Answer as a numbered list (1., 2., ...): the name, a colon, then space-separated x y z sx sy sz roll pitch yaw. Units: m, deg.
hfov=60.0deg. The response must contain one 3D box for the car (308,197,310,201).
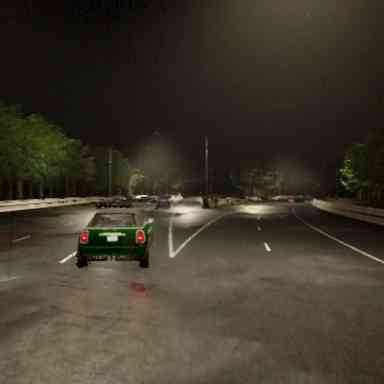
1. car: 28.988 1.716 85.327 1.994 1.385 4.181 0 0 26

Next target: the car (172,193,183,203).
1. car: -3.185 1.269 70.215 2.150 2.045 5.566 0 0 3

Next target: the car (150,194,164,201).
1. car: -6.720 1.580 67.076 1.994 1.385 4.181 0 0 3

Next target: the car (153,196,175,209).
1. car: -3.803 1.574 44.700 2.033 1.411 5.357 0 0 0

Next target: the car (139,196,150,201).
1. car: -10.089 1.547 71.856 1.994 1.385 4.181 0 0 4

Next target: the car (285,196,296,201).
1. car: 25.503 1.708 86.155 1.895 1.301 4.718 0 0 26

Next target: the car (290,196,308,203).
1. car: 24.479 1.773 75.969 2.033 1.411 5.357 0 0 26

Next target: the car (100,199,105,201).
1. car: -10.835 1.571 42.912 1.895 1.301 4.718 0 0 0

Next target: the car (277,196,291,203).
1. car: 21.164 1.812 77.153 1.895 1.301 4.718 0 0 26

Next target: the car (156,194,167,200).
1. car: -8.492 1.376 92.193 2.097 1.767 4.553 0 0 6

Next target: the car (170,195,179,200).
1. car: -4.852 1.600 93.342 1.994 1.385 4.181 0 0 6

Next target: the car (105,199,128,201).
1. car: -7.073 1.537 33.975 2.033 1.411 5.357 0 0 -1

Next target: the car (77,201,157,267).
1. car: -2.431 1.348 11.571 2.097 1.767 4.553 0 0 -4
